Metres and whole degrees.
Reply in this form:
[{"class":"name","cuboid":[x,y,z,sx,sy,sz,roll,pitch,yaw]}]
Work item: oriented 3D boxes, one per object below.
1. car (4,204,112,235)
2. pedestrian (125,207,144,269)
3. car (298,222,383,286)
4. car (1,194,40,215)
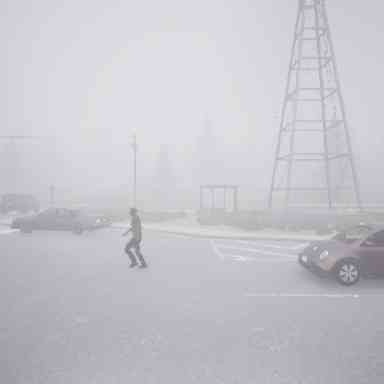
[{"class":"car","cuboid":[-7.185,1.547,18.431,5.357,1.411,2.033,0,0,12]},{"class":"pedestrian","cuboid":[-1.649,1.294,9.579,0.375,1.860,0.375,0,0,-5]},{"class":"car","cuboid":[4.890,1.521,8.735,3.905,1.438,1.784,0,0,0]},{"class":"car","cuboid":[-17.435,1.220,34.080,2.150,2.045,5.566,0,0,-6]}]
